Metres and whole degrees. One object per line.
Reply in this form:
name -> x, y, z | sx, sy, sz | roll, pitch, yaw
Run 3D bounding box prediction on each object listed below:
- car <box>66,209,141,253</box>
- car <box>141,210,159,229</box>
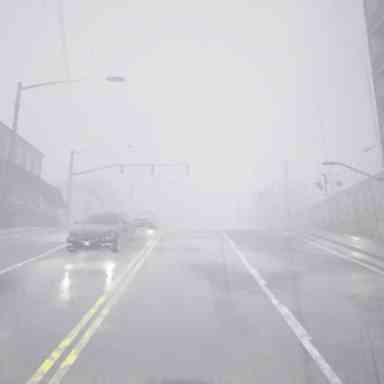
car -> -3.551, 1.513, 13.721 | 1.837, 1.490, 4.892 | 0, 0, 0
car -> -3.539, 2.101, 24.905 | 1.812, 1.442, 4.674 | 0, -7, 0
